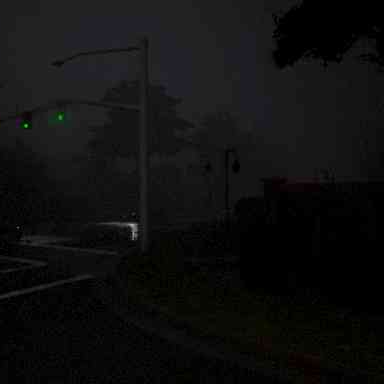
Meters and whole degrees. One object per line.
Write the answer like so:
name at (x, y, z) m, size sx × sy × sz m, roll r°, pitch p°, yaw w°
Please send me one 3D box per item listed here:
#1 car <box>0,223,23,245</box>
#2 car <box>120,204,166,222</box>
car at (-9.819, 1.700, 14.321) m, size 1.812 × 1.442 × 4.674 m, roll -1°, pitch 0°, yaw 35°
car at (-4.098, 1.738, 28.655) m, size 1.812 × 1.442 × 4.674 m, roll -1°, pitch 0°, yaw 35°
